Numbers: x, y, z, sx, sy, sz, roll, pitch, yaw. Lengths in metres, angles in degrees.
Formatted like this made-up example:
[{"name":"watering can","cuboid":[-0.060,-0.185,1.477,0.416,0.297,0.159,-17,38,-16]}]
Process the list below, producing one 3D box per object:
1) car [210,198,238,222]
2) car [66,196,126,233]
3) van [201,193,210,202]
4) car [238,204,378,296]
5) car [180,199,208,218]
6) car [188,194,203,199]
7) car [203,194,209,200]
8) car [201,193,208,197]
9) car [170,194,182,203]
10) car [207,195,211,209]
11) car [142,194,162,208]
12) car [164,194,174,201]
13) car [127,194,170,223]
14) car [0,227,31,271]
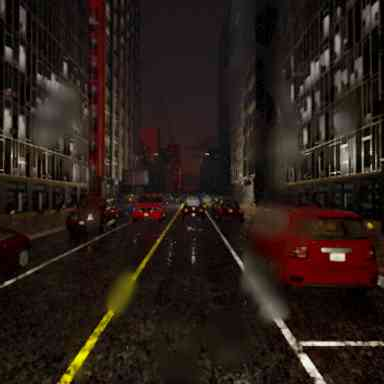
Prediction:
[{"name":"car","cuboid":[2.714,1.364,25.313,1.967,1.590,4.097,1,0,0]},{"name":"car","cuboid":[-5.665,1.256,19.634,2.192,1.841,5.009,1,0,0]},{"name":"van","cuboid":[2.732,1.138,69.931,1.690,1.788,3.998,1,0,0]},{"name":"car","cuboid":[2.712,1.289,8.581,2.192,1.841,5.009,1,0,0]},{"name":"car","cuboid":[0.111,1.514,28.859,1.895,1.301,4.718,0,0,0]},{"name":"car","cuboid":[0.114,1.395,44.136,1.812,1.442,4.674,0,0,0]},{"name":"car","cuboid":[2.719,1.400,42.215,1.752,1.417,4.829,1,0,0]},{"name":"car","cuboid":[2.724,1.353,58.947,1.752,1.417,4.829,1,0,0]},{"name":"car","cuboid":[-2.992,1.181,65.529,2.097,1.767,4.553,0,0,0]},{"name":"car","cuboid":[2.717,1.347,30.890,1.967,1.590,4.097,1,0,0]},{"name":"car","cuboid":[-5.623,1.175,47.510,2.192,1.841,5.009,1,0,0]},{"name":"car","cuboid":[-5.614,1.206,80.962,1.967,1.590,4.097,1,0,0]},{"name":"car","cuboid":[-3.090,1.146,25.095,2.150,2.045,5.566,0,0,0]},{"name":"car","cuboid":[-5.674,1.556,8.485,1.802,1.307,4.206,1,0,0]}]
